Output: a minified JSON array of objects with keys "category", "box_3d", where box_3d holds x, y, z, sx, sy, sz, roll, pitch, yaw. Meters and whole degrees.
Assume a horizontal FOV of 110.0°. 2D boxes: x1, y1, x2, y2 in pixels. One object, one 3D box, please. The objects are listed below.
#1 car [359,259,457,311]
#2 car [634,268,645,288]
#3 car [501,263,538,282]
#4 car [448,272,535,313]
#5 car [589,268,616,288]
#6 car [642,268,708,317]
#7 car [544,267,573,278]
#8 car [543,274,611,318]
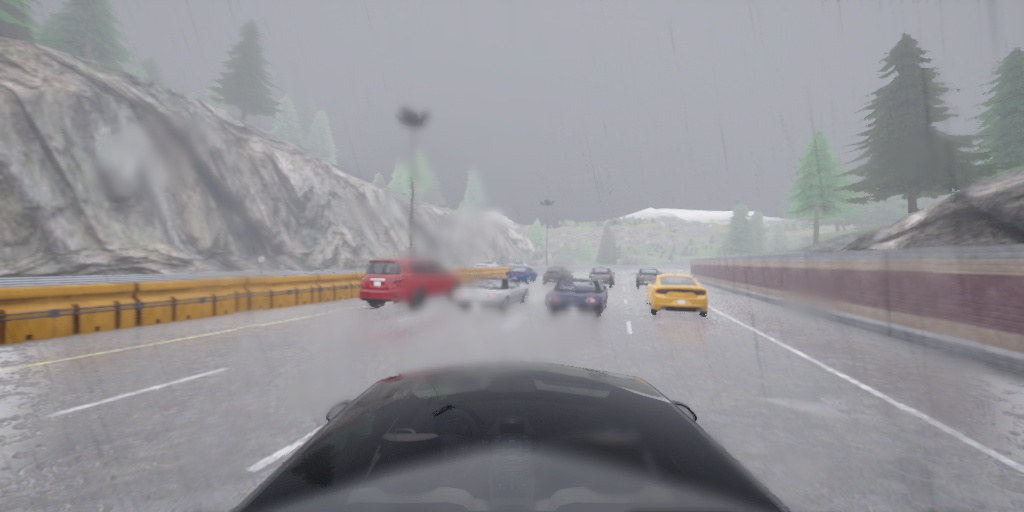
[{"category":"car","box_3d":[-4.126,1.137,15.653,2.150,2.045,5.566,0,-1,17]},{"category":"car","box_3d":[10.629,1.699,28.011,2.128,1.511,4.902,0,-1,18]},{"category":"car","box_3d":[0.953,1.666,32.182,1.882,1.535,5.008,0,0,18]},{"category":"car","box_3d":[-0.630,1.535,15.108,1.895,1.301,4.718,0,-1,17]},{"category":"car","box_3d":[7.278,1.686,29.023,2.128,1.511,4.902,0,-1,18]},{"category":"car","box_3d":[6.603,1.465,14.784,1.882,1.535,5.008,0,-1,17]},{"category":"car","box_3d":[3.937,1.688,30.066,1.837,1.490,4.892,0,0,18]},{"category":"car","box_3d":[2.721,1.548,14.096,1.895,1.301,4.718,0,-1,17]}]
